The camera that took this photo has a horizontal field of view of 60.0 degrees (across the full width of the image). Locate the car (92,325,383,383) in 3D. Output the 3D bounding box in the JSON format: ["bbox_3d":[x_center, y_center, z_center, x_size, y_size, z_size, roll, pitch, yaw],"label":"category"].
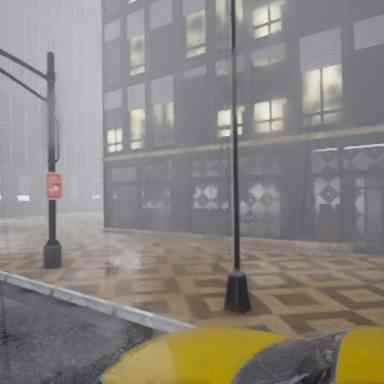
[{"bbox_3d":[1.331,1.526,2.108,4.829,1.417,1.752,0,-1,36],"label":"car"}]
